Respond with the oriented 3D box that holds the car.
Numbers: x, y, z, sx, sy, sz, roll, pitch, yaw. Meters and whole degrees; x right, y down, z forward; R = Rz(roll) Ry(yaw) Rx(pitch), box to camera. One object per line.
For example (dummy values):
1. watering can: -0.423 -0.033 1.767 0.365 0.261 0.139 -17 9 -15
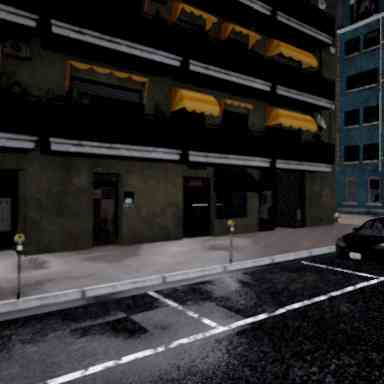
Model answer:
1. car: 6.735 1.564 11.349 4.313 1.339 1.947 0 1 -35
